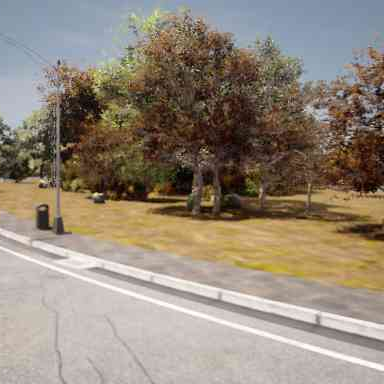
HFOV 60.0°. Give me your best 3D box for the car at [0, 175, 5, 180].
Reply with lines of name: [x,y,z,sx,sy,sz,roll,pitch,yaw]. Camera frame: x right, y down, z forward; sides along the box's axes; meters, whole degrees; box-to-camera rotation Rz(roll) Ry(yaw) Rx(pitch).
car: [-41.945,-3.006,69.697,2.033,1.411,5.357,0,3,-11]

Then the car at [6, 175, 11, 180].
car: [-43.679,-3.679,79.813,1.812,1.442,4.674,0,3,-6]
